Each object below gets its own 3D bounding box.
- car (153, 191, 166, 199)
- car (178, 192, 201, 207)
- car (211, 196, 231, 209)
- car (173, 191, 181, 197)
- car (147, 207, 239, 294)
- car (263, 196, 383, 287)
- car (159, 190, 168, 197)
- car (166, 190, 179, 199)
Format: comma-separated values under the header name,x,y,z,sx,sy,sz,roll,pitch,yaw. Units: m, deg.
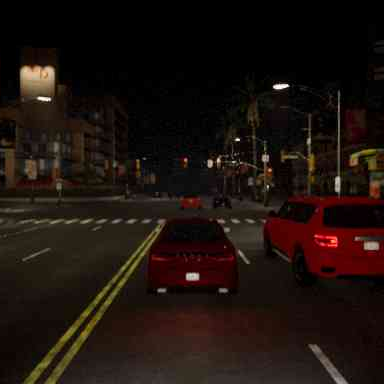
name,x,y,z,sx,sy,sz,roll,pitch,yaw
car,-7.485,0.794,74.189,1.994,1.385,4.181,0,1,0
car,-0.139,0.975,36.772,2.097,1.767,4.553,0,1,0
car,3.354,1.133,38.215,1.812,1.442,4.674,0,1,0
car,-4.095,0.597,90.678,1.812,1.442,4.674,0,1,0
car,0.014,1.388,8.617,1.882,1.535,5.008,0,1,0
car,3.511,1.126,9.190,2.150,2.045,5.566,0,1,0
car,-7.593,0.432,90.288,2.097,1.767,4.553,0,1,0
car,-3.988,0.461,74.677,2.150,2.045,5.566,0,1,0
